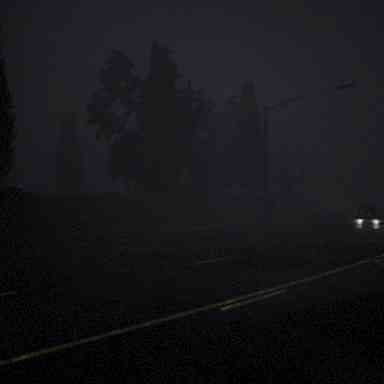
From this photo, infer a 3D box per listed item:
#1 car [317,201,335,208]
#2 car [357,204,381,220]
[{"bbox_3d":[27.100,2.584,67.632,2.097,1.767,4.553,0,-1,-11],"label":"car"},{"bbox_3d":[18.626,2.092,35.131,1.837,1.490,4.892,0,-1,28],"label":"car"}]
